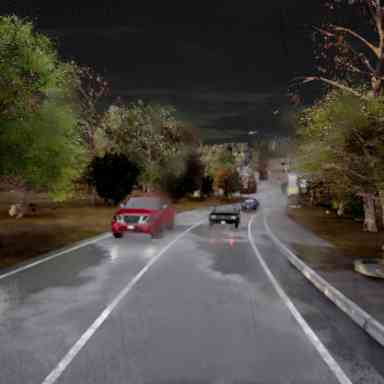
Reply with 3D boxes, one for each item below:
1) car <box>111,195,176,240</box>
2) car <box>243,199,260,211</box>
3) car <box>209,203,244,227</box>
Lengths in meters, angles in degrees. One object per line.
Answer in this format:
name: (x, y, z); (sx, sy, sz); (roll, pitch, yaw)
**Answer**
car: (-2.286, 1.172, 17.181); (2.150, 2.045, 5.566); (1, 0, 8)
car: (7.482, 1.590, 42.151); (1.812, 1.442, 4.674); (2, 0, 19)
car: (2.342, 1.606, 22.809); (1.895, 1.301, 4.718); (1, 0, 10)
